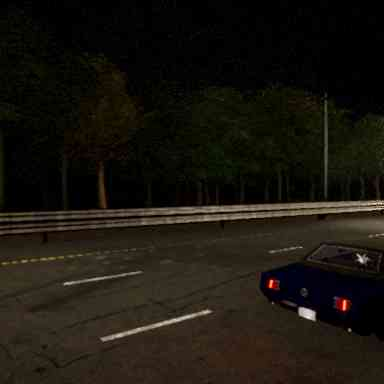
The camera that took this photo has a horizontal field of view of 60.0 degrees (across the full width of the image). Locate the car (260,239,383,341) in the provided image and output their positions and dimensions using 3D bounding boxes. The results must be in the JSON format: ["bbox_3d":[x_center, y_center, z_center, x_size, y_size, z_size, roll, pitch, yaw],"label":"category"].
[{"bbox_3d":[3.589,1.594,6.432,4.718,1.301,1.895,0,0,-36],"label":"car"}]
